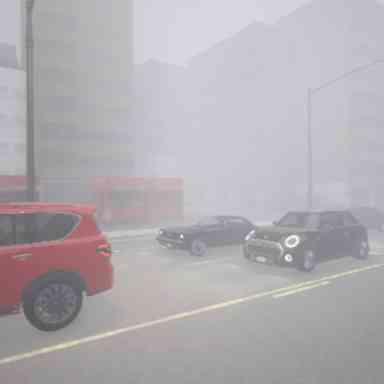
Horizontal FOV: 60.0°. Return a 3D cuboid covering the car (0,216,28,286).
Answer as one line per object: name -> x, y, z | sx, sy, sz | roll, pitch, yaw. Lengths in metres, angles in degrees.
car -> -6.713, 1.488, 7.767 | 4.902, 1.511, 2.128 | 0, 0, -35

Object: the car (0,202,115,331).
car -> -4.050, 1.220, 5.367 | 5.566, 2.045, 2.150 | 0, 0, -35

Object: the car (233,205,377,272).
car -> 3.830, 1.375, 10.973 | 4.553, 1.767, 2.097 | 0, 0, -36

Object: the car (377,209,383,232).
car -> 9.458, 1.550, 19.279 | 5.008, 1.535, 1.882 | 0, 0, -35

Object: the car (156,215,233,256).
car -> 0.989, 1.621, 13.253 | 4.718, 1.301, 1.895 | 0, 0, -35
